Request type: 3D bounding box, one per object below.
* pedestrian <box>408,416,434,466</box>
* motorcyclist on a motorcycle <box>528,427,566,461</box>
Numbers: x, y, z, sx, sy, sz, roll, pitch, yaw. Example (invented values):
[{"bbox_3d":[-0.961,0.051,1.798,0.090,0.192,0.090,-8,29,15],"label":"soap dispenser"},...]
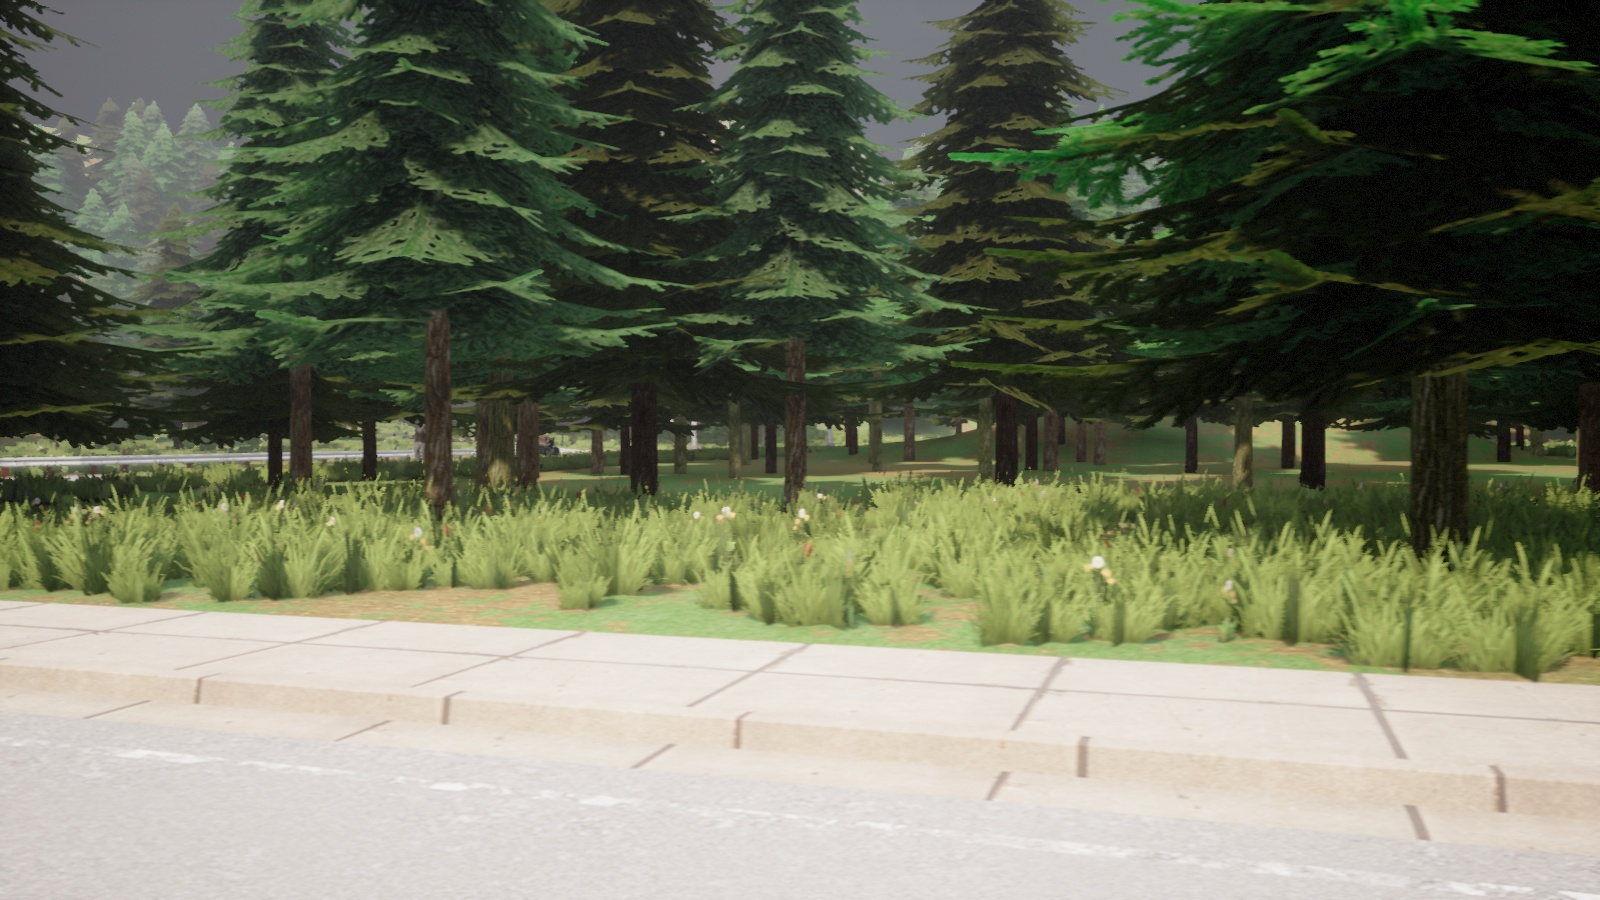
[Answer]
[{"bbox_3d":[-14.250,-0.347,47.220,0.563,1.883,0.849,1,1,20],"label":"pedestrian"},{"bbox_3d":[-12.804,-0.315,63.526,0.766,1.649,2.350,1,1,20],"label":"motorcyclist on a motorcycle"}]
